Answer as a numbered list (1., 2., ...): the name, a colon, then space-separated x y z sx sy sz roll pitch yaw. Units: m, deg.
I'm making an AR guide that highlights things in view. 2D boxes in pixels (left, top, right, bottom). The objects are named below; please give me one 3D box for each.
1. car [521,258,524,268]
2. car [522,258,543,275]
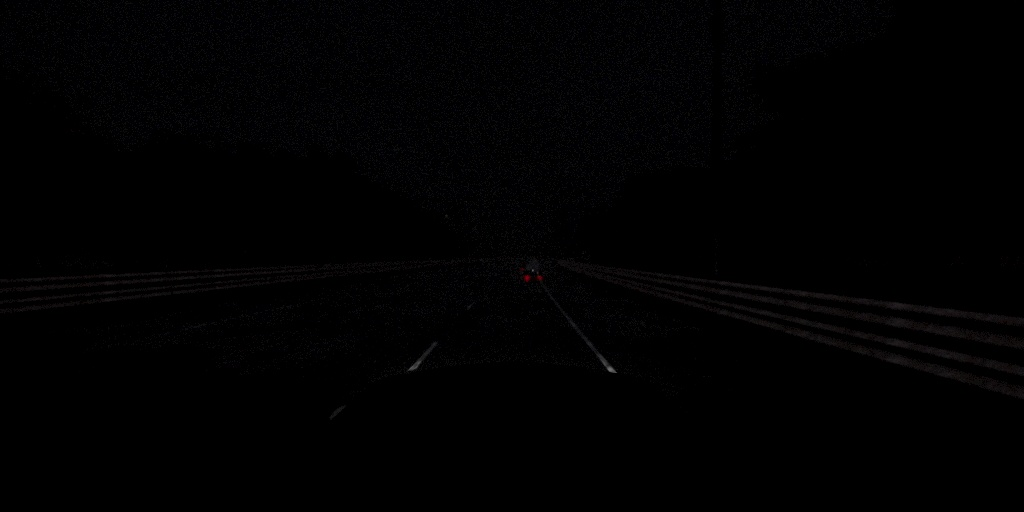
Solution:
1. car: 2.647 1.070 60.169 2.097 1.767 4.553 0 0 6
2. car: 2.284 1.258 39.149 1.812 1.442 4.674 0 0 3
